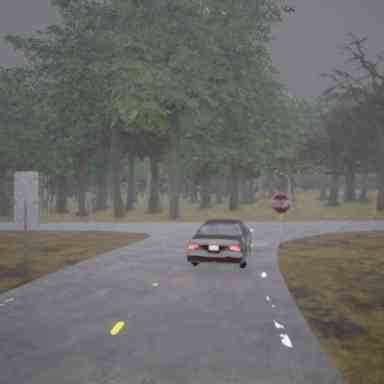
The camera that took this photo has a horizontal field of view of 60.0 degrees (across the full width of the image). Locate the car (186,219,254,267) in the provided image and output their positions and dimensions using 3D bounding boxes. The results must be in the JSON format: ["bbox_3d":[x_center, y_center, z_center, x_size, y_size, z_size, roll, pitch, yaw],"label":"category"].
[{"bbox_3d":[1.158,1.678,12.017,2.033,1.411,5.357,0,-1,12],"label":"car"}]
